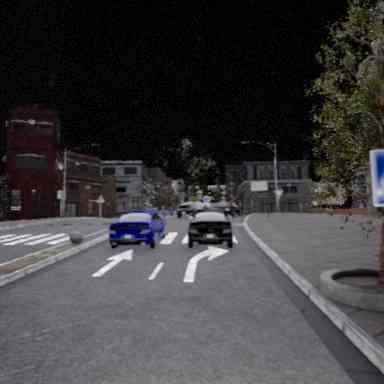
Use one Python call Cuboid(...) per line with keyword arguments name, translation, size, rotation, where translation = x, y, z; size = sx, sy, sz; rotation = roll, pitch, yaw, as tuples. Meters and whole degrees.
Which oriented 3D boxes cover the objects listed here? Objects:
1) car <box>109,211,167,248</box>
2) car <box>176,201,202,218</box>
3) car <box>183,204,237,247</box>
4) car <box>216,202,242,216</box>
Cuboid(name="car", translation=(-2.394, 1.607, 15.644), size=(1.882, 1.535, 5.008), rotation=(-1, 0, 3))
Cuboid(name="car", translation=(0.126, 1.581, 30.694), size=(1.837, 1.490, 4.892), rotation=(-3, -2, 20))
Cuboid(name="car", translation=(0.851, 1.556, 15.475), size=(1.882, 1.535, 5.008), rotation=(-1, 0, 3))
Cuboid(name="car", translation=(3.081, 1.528, 29.353), size=(1.895, 1.301, 4.718), rotation=(-3, -2, 20))
